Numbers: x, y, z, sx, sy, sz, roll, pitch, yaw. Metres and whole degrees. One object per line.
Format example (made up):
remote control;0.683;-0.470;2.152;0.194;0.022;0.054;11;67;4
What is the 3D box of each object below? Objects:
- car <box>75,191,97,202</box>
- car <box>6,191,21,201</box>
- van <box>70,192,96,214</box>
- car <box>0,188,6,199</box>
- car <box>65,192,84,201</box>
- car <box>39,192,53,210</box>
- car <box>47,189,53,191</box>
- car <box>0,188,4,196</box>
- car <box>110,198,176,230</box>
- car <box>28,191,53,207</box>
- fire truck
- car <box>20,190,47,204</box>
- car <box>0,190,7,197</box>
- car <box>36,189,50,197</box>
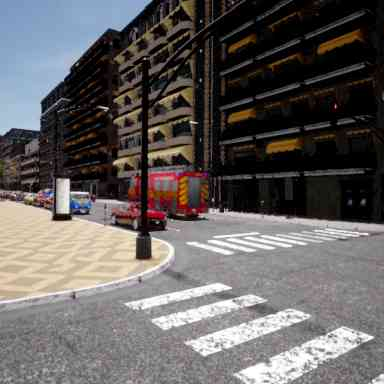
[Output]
car;-16.313;0.710;50.973;1.967;1.590;4.097;2;0;-36
car;-26.412;0.541;50.590;1.967;1.590;4.097;2;0;-36
van;-9.724;0.881;27.753;1.690;1.788;3.998;2;0;-36
car;-33.089;0.470;59.725;1.887;1.381;4.507;2;0;-36
car;-19.654;0.748;55.540;1.947;1.339;4.313;2;0;-36
car;-13.067;0.997;32.320;1.887;1.381;4.507;2;0;-36
car;-26.427;0.530;64.813;1.752;1.417;4.829;2;0;-36
car;-43.093;-0.022;73.428;2.192;1.841;5.009;2;0;-36
car;-3.057;1.261;18.618;1.887;1.381;4.507;2;0;-36
car;-16.404;0.909;36.888;1.887;1.381;4.507;2;0;-36
fire truck;-2.226;0.003;27.143;2.891;3.827;8.468;1;0;-36
car;-19.641;0.805;41.318;1.752;1.417;4.829;2;0;-36
car;-39.763;0.301;68.860;2.008;1.369;4.403;2;0;-36
car;-32.998;0.272;73.810;1.967;1.590;4.097;2;0;-36
